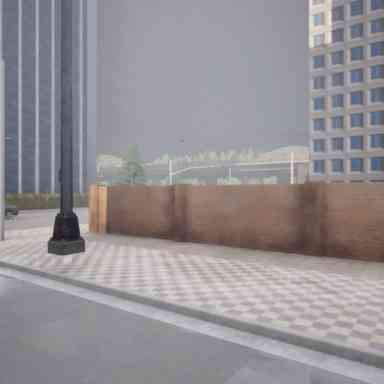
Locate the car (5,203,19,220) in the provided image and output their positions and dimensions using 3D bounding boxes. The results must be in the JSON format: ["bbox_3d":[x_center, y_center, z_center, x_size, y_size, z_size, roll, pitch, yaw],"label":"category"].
[{"bbox_3d":[-16.202,1.503,26.032,1.837,1.490,4.892,0,0,34],"label":"car"}]
